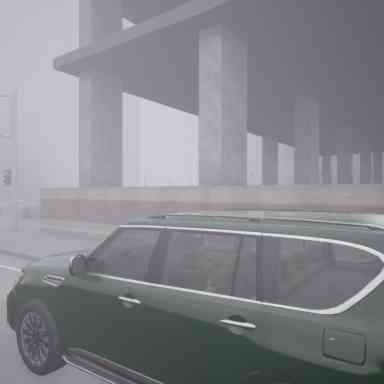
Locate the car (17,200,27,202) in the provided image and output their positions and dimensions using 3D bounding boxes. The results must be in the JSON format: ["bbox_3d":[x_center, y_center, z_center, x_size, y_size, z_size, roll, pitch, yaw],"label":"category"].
[{"bbox_3d":[-12.829,1.619,29.182,1.994,1.385,4.181,0,0,36],"label":"car"}]

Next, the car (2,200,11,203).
[{"bbox_3d":[-18.343,1.533,33.797,1.882,1.535,5.008,0,0,36],"label":"car"}]

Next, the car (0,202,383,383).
[{"bbox_3d":[0.098,1.221,3.915,5.566,2.045,2.150,0,0,36],"label":"car"}]
